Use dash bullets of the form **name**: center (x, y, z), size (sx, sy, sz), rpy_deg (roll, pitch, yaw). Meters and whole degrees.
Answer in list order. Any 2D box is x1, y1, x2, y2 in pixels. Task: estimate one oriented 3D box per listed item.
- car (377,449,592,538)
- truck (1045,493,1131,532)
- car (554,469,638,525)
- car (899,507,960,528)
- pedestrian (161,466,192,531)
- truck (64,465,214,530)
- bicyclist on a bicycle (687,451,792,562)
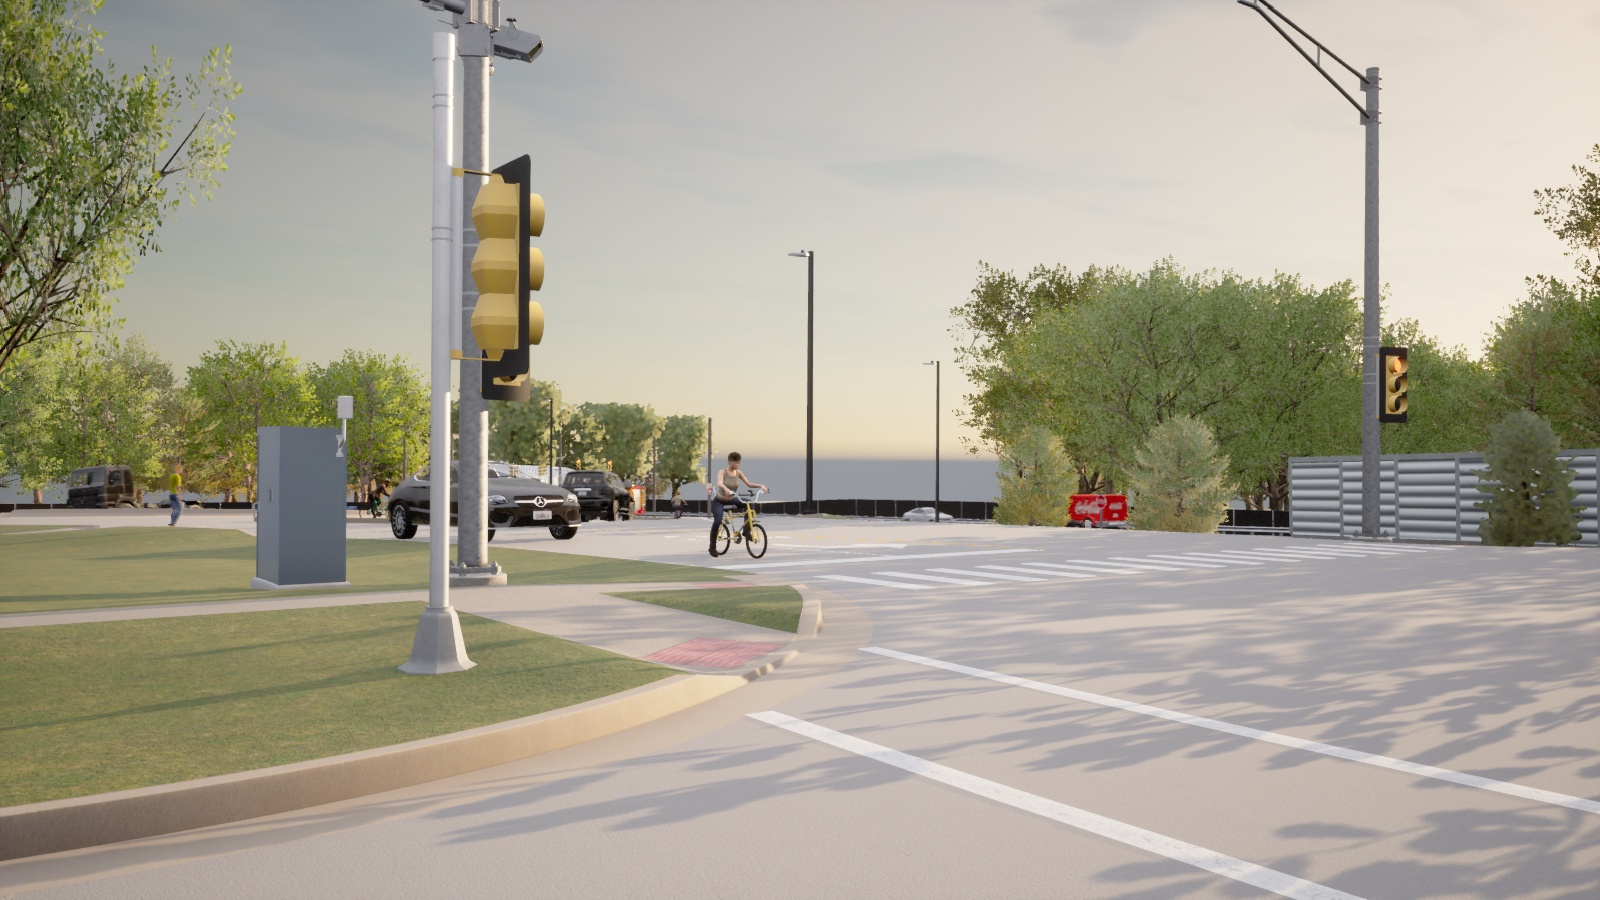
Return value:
- **car**: center (-6.568, 0.886, 25.742), size (2.152, 1.651, 5.027), rpy_deg (0, -2, -42)
- **truck**: center (19.326, 4.159, 84.596), size (2.627, 2.467, 5.204), rpy_deg (0, -2, -34)
- **car**: center (-8.057, 1.948, 50.195), size (2.150, 2.045, 5.566), rpy_deg (-2, -4, 3)
- **car**: center (9.528, 4.948, 92.747), size (1.812, 1.442, 4.674), rpy_deg (0, -2, -34)
- **pedestrian**: center (-17.969, 1.393, 36.194), size (0.354, 1.836, 0.706), rpy_deg (0, 0, 39)
- **truck**: center (-39.253, 2.846, 74.903), size (2.891, 3.462, 7.936), rpy_deg (-6, -4, 19)
- **bicyclist on a bicycle**: center (-0.941, 0.837, 19.197), size (0.866, 1.612, 1.509), rpy_deg (0, -1, -39)
